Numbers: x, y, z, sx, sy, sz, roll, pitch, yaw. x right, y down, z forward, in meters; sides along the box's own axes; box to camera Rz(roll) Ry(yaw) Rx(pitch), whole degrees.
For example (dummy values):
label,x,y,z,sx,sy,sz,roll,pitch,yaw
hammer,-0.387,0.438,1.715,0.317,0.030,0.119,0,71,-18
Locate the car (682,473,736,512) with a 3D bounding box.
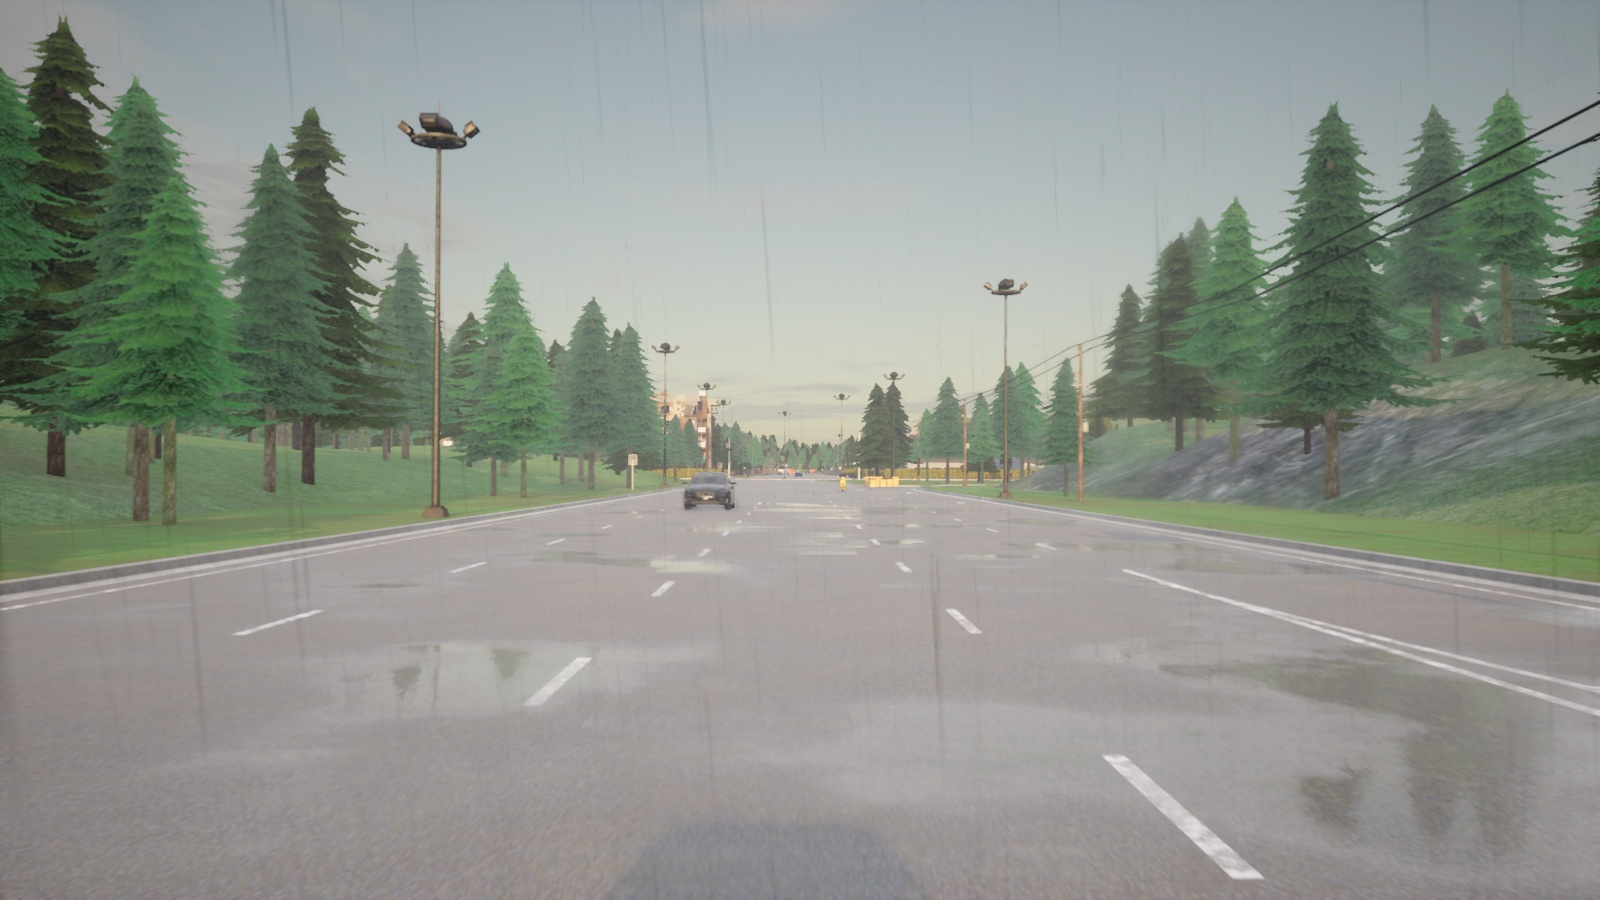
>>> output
label,x,y,z,sx,sy,sz,roll,pitch,yaw
car,-3.623,1.684,50.777,1.837,1.490,4.892,0,-1,0
